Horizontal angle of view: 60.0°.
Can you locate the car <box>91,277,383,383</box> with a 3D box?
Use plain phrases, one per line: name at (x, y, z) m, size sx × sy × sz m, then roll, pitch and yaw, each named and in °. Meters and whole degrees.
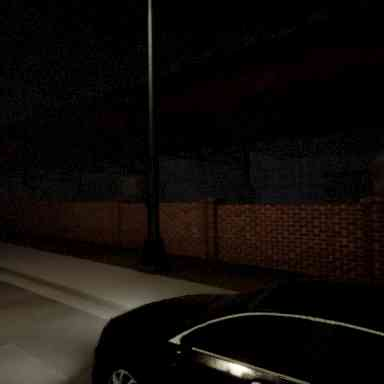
car at (1.083, 1.563, 2.902) m, size 4.892 × 1.490 × 1.837 m, roll 0°, pitch -1°, yaw 39°
